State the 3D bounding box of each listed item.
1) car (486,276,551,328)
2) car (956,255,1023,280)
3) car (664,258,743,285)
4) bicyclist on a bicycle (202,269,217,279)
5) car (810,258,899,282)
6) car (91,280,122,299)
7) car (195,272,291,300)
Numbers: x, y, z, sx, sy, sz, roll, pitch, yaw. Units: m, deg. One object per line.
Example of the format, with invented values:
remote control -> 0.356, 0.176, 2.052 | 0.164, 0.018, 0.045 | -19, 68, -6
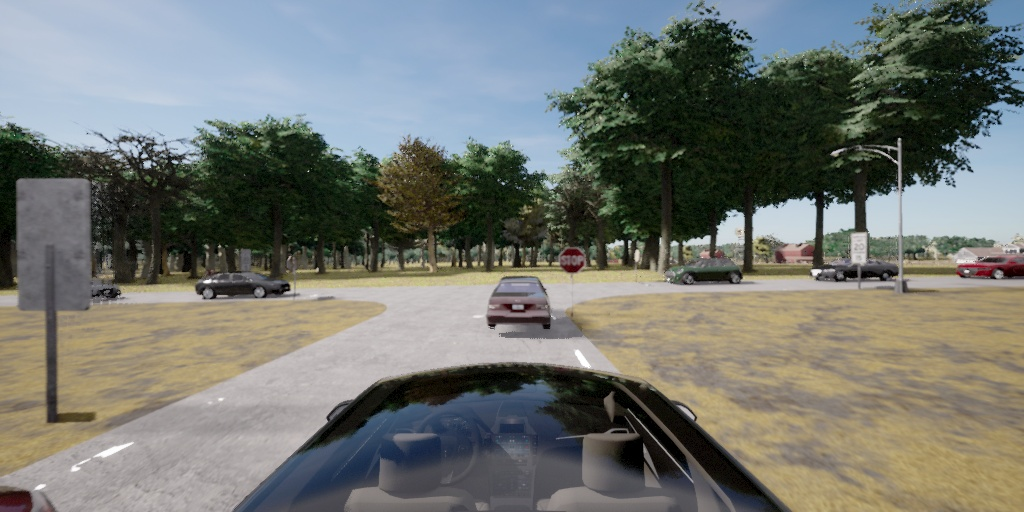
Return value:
car -> 0.271, 1.356, 11.631 | 2.033, 1.411, 5.357 | 0, 0, 3
car -> 32.683, 0.729, 23.799 | 5.008, 1.535, 1.882 | -1, 0, 0
car -> 12.583, 0.948, 23.773 | 4.553, 1.767, 2.097 | -1, 0, -1
bicyclist on a bicycle -> -22.628, 1.759, 26.907 | 0.582, 1.620, 1.656 | -1, 0, 0
car -> 22.602, 0.908, 23.818 | 4.902, 1.511, 2.128 | -1, 0, 0
car -> -25.652, 1.964, 20.940 | 4.181, 1.385, 1.994 | -1, 0, 0
car -> -15.594, 1.675, 20.924 | 4.892, 1.490, 1.837 | -1, 0, 0
